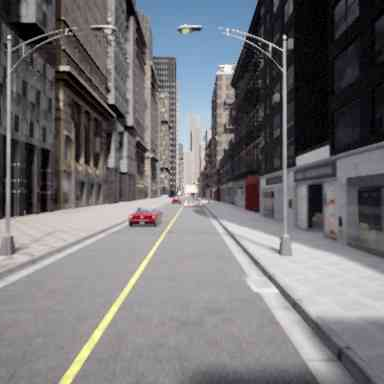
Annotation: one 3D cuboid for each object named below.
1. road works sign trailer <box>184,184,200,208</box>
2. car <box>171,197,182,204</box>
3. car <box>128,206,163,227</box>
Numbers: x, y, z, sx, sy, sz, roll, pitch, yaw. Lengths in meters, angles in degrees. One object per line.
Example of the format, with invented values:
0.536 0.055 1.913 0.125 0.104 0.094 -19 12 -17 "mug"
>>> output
0.027 0.536 50.512 2.380 3.560 2.880 0 0 0 "road works sign trailer"
-2.975 1.708 65.275 1.895 1.301 4.718 0 0 0 "car"
-3.089 1.619 22.769 1.895 1.301 4.718 0 0 0 "car"
